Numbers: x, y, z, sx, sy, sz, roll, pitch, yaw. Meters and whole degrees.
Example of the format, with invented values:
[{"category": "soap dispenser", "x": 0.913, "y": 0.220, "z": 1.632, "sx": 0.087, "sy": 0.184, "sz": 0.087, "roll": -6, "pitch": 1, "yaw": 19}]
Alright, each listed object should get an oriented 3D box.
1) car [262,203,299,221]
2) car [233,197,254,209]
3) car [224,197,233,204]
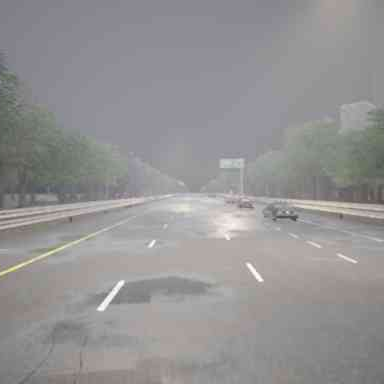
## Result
[{"category": "car", "x": 7.040, "y": 1.568, "z": 26.942, "sx": 2.033, "sy": 1.411, "sz": 5.357, "roll": 0, "pitch": 0, "yaw": 0}, {"category": "car", "x": 7.114, "y": 1.569, "z": 45.378, "sx": 1.812, "sy": 1.442, "sz": 4.674, "roll": 0, "pitch": 0, "yaw": 0}, {"category": "car", "x": 7.223, "y": 1.647, "z": 63.671, "sx": 1.895, "sy": 1.301, "sz": 4.718, "roll": 0, "pitch": 0, "yaw": 0}]
